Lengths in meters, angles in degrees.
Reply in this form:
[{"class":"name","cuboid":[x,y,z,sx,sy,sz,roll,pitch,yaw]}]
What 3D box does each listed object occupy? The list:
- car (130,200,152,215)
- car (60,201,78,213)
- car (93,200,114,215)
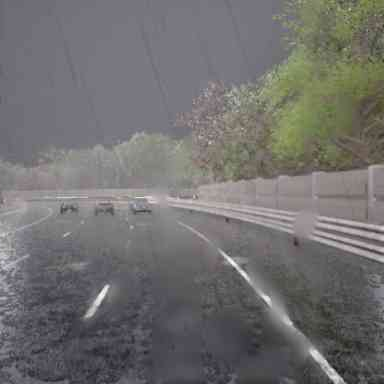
[{"class":"car","cuboid":[-5.364,1.579,34.669,2.033,1.411,5.357,-1,0,-17]},{"class":"car","cuboid":[-14.777,1.731,39.855,1.895,1.301,4.718,-1,0,-22]},{"class":"car","cuboid":[-9.390,1.567,35.159,2.128,1.511,4.902,0,0,-18]}]
